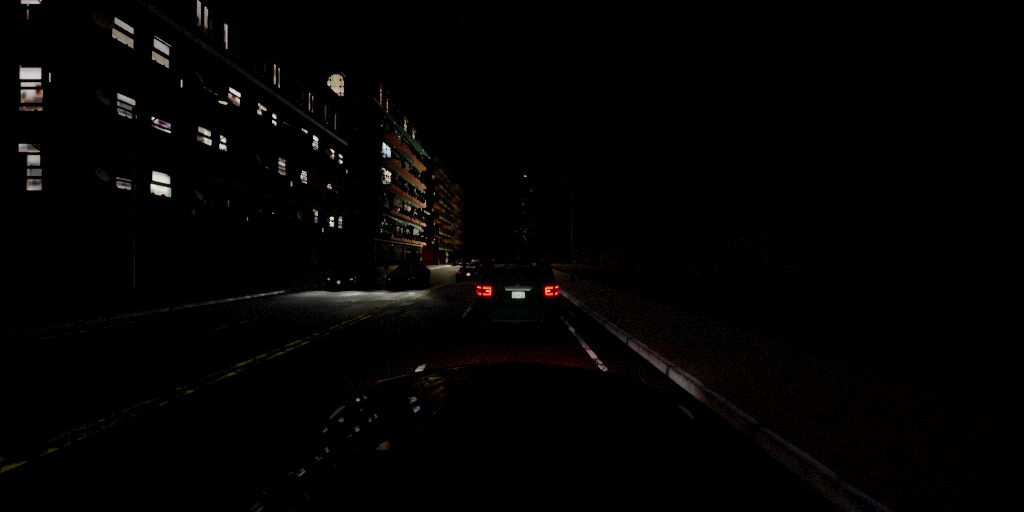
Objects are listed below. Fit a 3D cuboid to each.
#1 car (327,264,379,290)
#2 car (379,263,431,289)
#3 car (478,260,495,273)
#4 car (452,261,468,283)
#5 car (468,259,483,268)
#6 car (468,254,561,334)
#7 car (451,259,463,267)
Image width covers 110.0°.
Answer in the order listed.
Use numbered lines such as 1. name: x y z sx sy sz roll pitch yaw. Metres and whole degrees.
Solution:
1. car: -9.841 1.259 22.777 1.837 1.490 4.892 0 0 0
2. car: -6.590 1.232 23.269 1.882 1.535 5.008 0 0 0
3. car: -3.126 1.282 45.179 1.812 1.442 4.674 0 0 0
4. car: -3.137 1.319 27.807 1.994 1.385 4.181 0 0 0
5. car: -6.515 1.303 64.710 2.033 1.411 5.357 0 0 1
6. car: 0.107 0.974 10.789 2.150 2.045 5.566 0 0 -1
7. car: -9.770 1.259 64.613 1.837 1.490 4.892 0 0 1
